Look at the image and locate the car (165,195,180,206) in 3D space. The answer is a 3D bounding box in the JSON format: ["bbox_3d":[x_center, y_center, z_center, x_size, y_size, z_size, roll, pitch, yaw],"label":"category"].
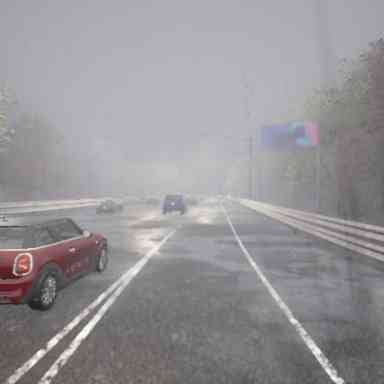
[{"bbox_3d":[-3.489,1.456,59.464,2.097,1.767,4.553,0,0,4],"label":"car"}]

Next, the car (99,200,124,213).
[{"bbox_3d":[-8.679,1.582,35.595,1.994,1.385,4.181,0,0,4],"label":"car"}]

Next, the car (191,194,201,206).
[{"bbox_3d":[-0.005,1.479,59.155,2.097,1.767,4.553,0,0,4],"label":"car"}]

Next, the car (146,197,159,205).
[{"bbox_3d":[-6.969,1.589,59.836,1.837,1.490,4.892,0,0,4],"label":"car"}]

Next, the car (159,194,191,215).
[{"bbox_3d":[-1.699,1.285,35.036,2.150,2.045,5.566,0,0,4],"label":"car"}]

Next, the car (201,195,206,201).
[{"bbox_3d":[2.099,1.780,88.890,1.812,1.442,4.674,0,0,4],"label":"car"}]

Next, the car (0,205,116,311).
[{"bbox_3d":[-3.616,1.347,7.993,2.097,1.767,4.553,0,0,4],"label":"car"}]
